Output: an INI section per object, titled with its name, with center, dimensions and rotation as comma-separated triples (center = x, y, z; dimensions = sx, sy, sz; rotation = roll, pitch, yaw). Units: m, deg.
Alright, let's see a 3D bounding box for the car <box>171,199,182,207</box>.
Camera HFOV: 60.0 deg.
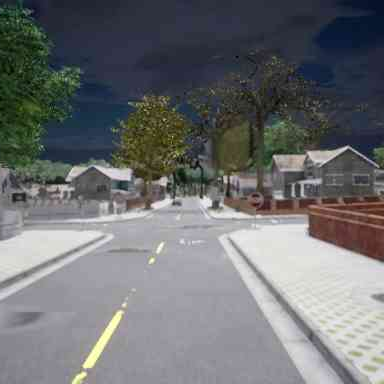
[car]
center = -2.759, 1.889, 60.411
dimensions = 2.033, 1.411, 5.357
rotation = 0, 0, 0
